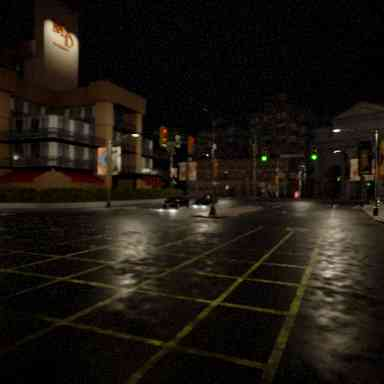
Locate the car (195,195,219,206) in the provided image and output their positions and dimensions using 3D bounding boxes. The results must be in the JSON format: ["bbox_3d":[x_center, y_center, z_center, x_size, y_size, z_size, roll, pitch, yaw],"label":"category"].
[{"bbox_3d":[2.224,1.193,47.928,2.033,1.411,5.357,1,0,24],"label":"car"}]

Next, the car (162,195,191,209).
[{"bbox_3d":[-1.728,1.177,39.011,1.837,1.490,4.892,1,0,24],"label":"car"}]
